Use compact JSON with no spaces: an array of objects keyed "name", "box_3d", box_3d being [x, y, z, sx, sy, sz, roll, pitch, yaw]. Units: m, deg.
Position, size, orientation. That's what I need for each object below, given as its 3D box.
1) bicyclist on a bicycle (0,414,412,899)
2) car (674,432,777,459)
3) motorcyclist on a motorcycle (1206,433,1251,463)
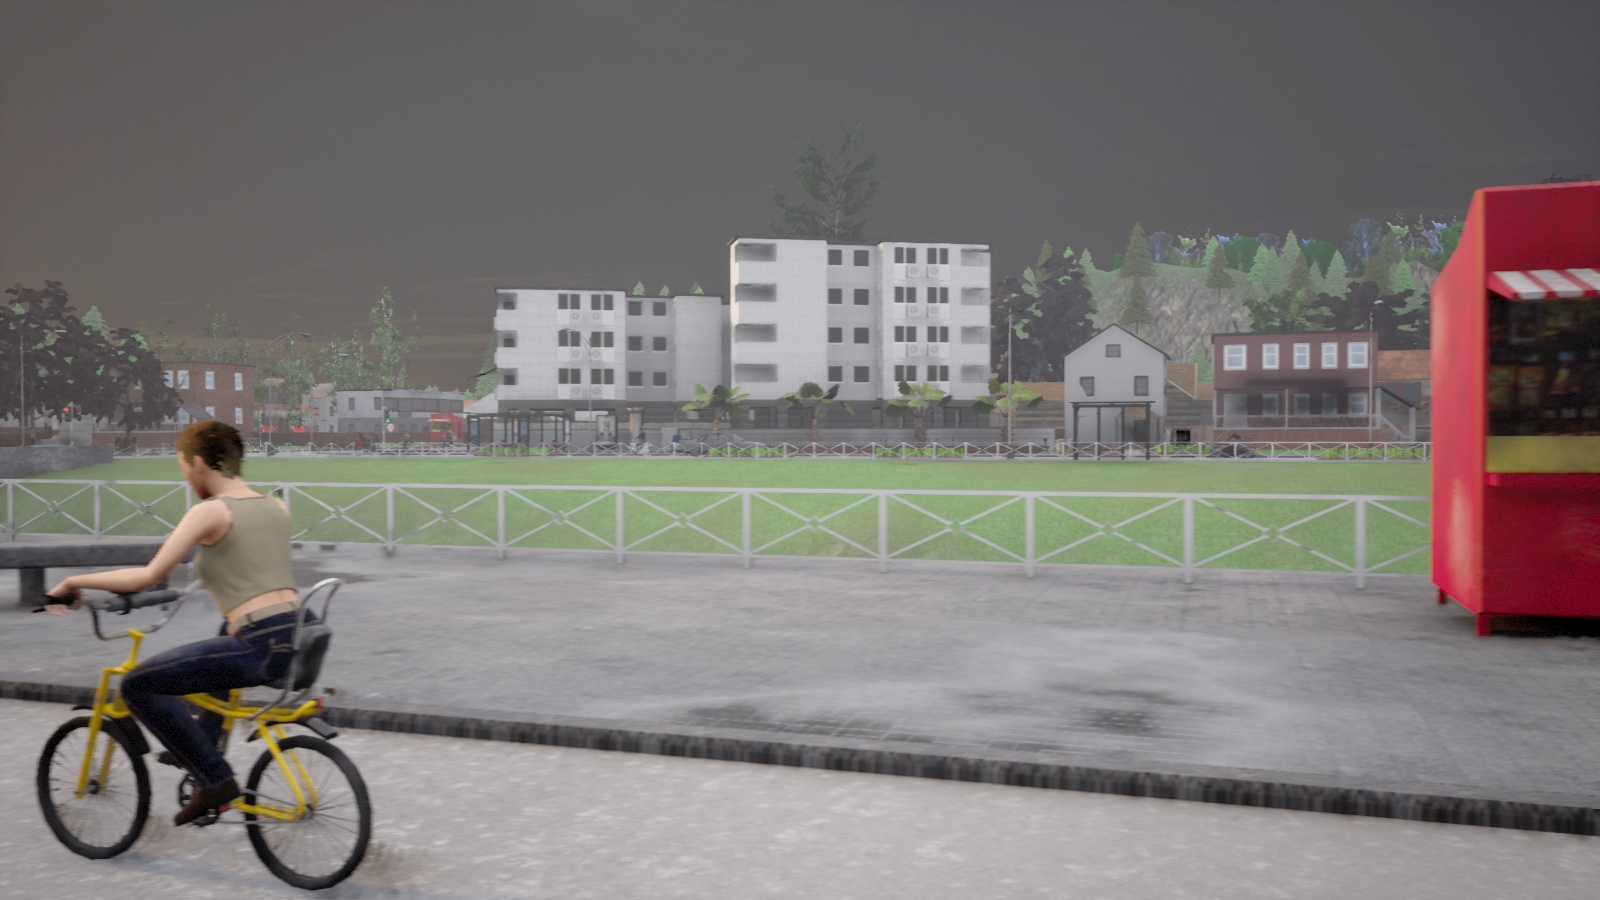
[{"name":"bicyclist on a bicycle","box_3d":[-2.291,0.683,4.484,1.509,1.612,0.866,1,1,19]},{"name":"car","box_3d":[-4.179,-0.266,70.231,5.357,1.411,2.033,1,1,19]},{"name":"motorcyclist on a motorcycle","box_3d":[22.342,-0.104,65.522,2.191,1.530,0.866,1,1,19]}]
